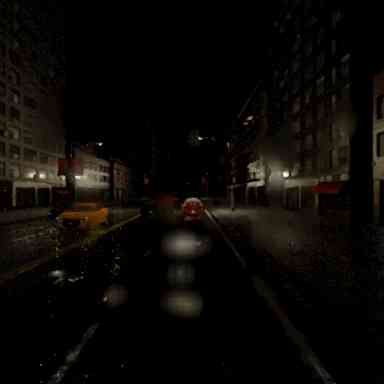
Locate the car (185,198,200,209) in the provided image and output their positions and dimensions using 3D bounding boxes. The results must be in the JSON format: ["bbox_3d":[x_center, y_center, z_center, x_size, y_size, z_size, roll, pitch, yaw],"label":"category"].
[{"bbox_3d":[0.091,1.514,45.107,1.895,1.301,4.718,0,0,0],"label":"car"}]

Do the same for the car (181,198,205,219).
[{"bbox_3d":[0.094,1.421,28.867,1.882,1.535,5.008,0,0,0],"label":"car"}]

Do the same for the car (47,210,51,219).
[{"bbox_3d":[-9.834,1.495,27.098,2.033,1.411,5.357,0,0,0],"label":"car"}]

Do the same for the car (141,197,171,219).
[{"bbox_3d":[-3.154,1.423,28.260,1.882,1.535,5.008,0,0,0],"label":"car"}]

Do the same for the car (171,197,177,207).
[{"bbox_3d":[-3.159,1.435,47.610,1.812,1.442,4.674,0,0,0],"label":"car"}]

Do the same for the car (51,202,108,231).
[{"bbox_3d":[-6.597,1.437,20.548,1.882,1.535,5.008,0,0,0],"label":"car"}]
